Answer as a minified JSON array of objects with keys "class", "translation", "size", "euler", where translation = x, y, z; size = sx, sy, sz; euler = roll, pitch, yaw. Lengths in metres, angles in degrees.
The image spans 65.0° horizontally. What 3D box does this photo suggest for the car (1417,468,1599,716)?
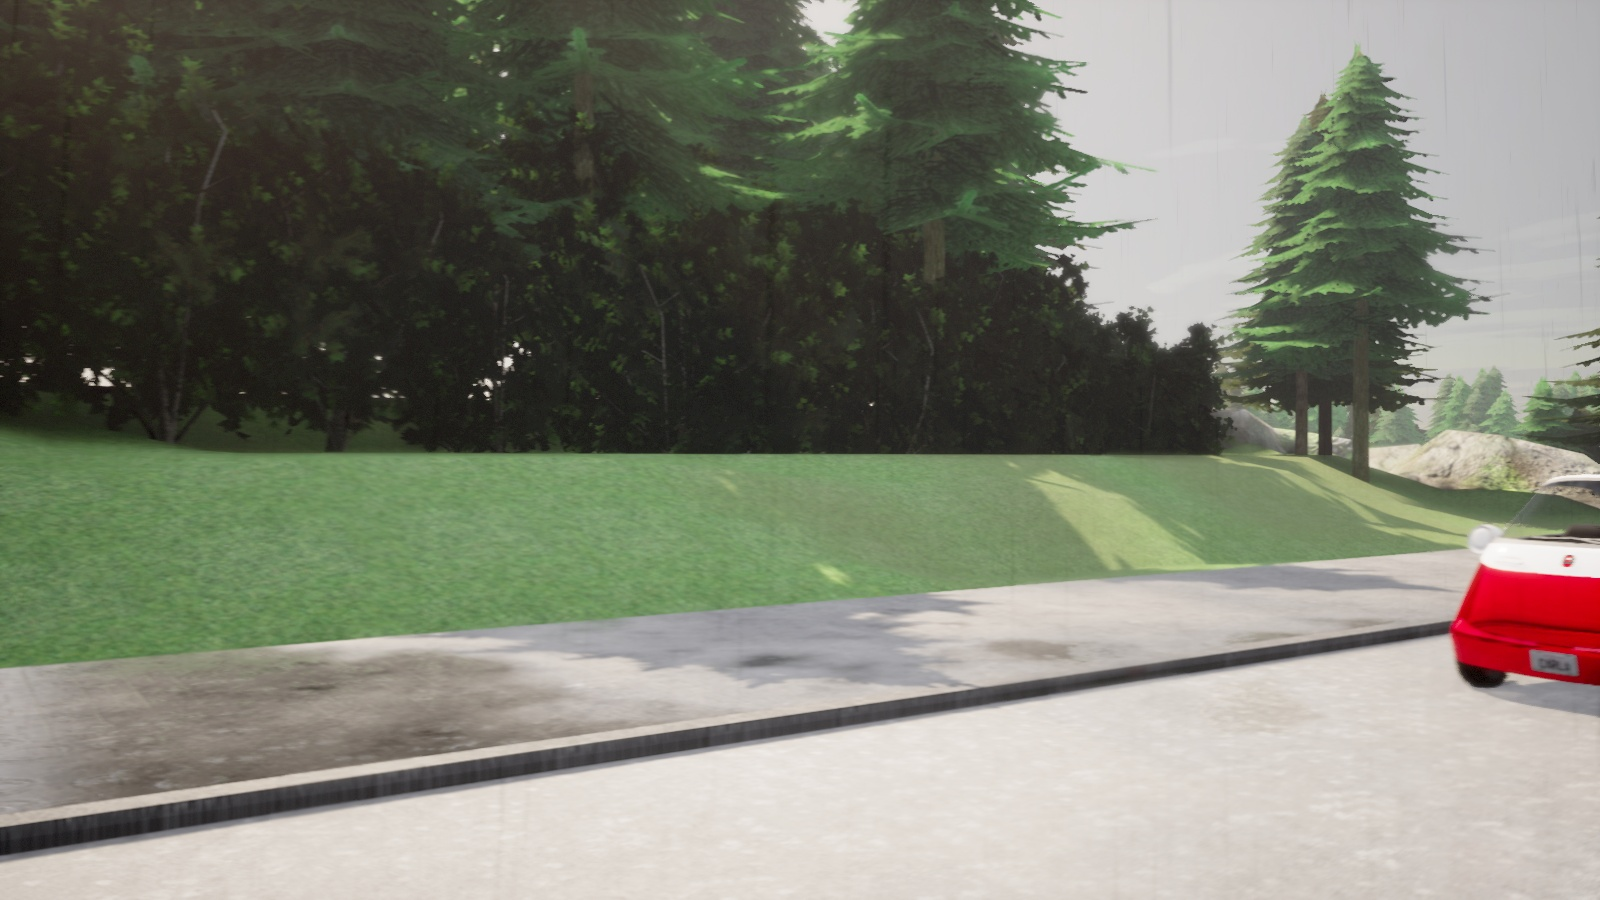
[{"class":"car","translation":[5.193,0.807,7.882],"size":[2.207,1.376,1.481],"euler":[1,-1,-35]}]
